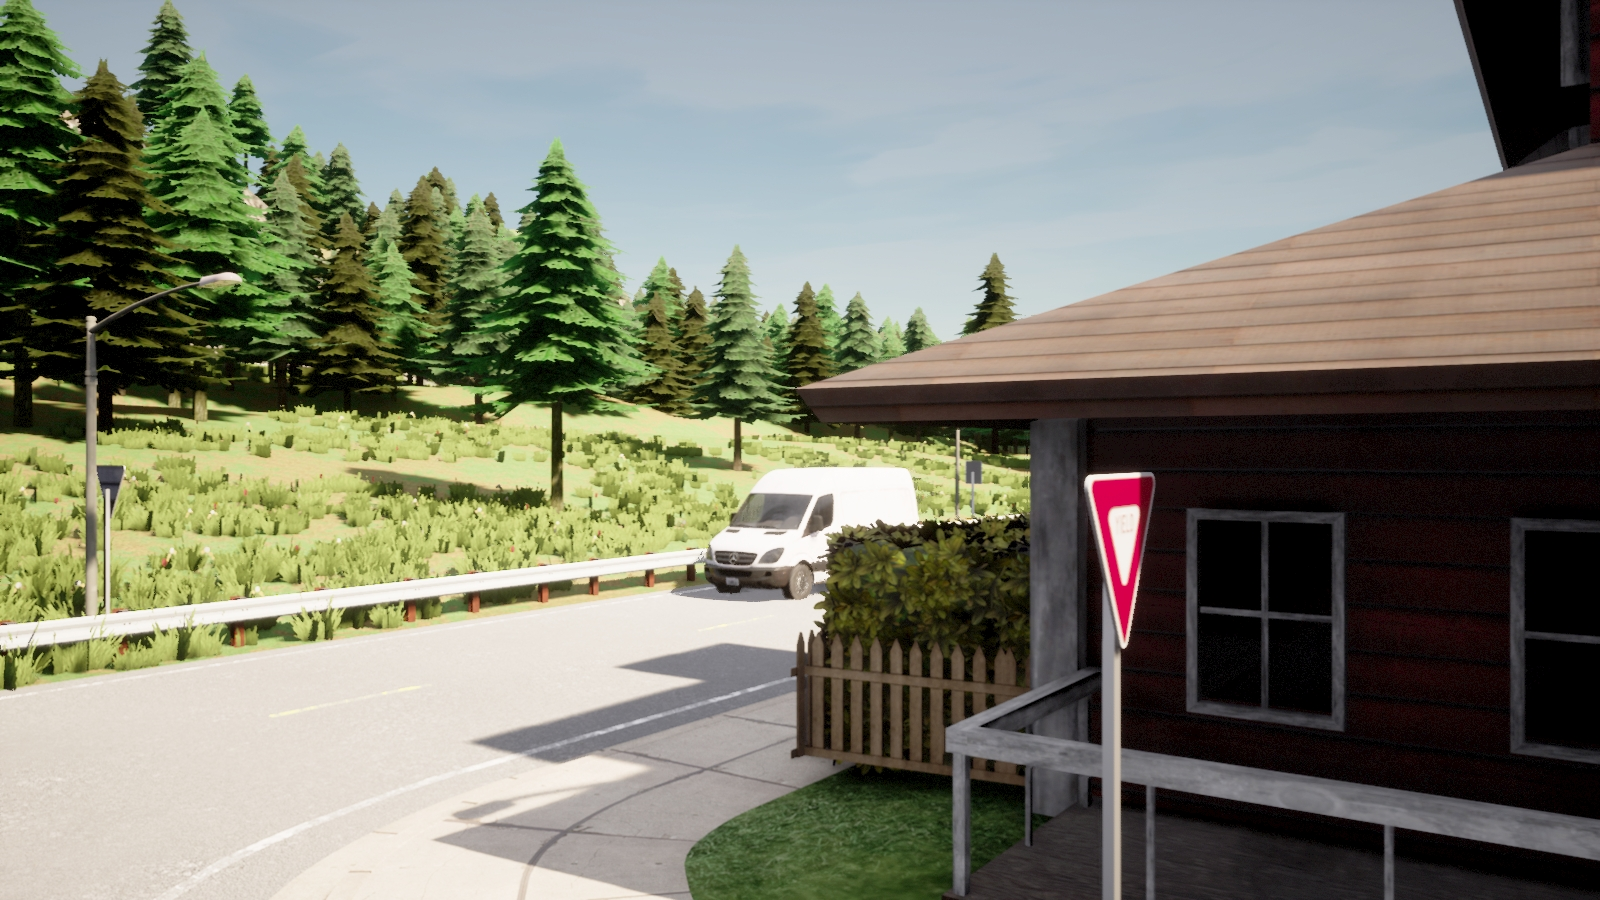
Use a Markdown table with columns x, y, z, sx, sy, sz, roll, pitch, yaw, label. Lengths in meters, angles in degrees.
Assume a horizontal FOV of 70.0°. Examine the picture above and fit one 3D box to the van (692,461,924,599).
| x | y | z | sx | sy | sz | roll | pitch | yaw | label |
| --- | --- | --- | --- | --- | --- | --- | --- | --- | --- |
| 0.363 | 1.541 | 24.578 | 1.988 | 2.561 | 5.915 | 0 | 0 | 35 | van |
